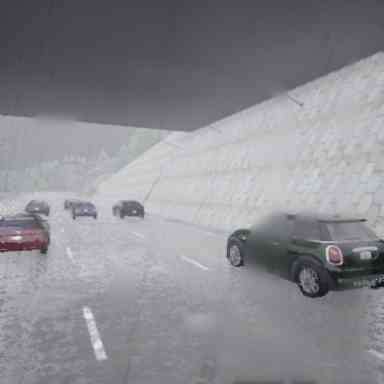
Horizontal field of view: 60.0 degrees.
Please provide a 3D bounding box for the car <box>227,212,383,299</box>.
[{"bbox_3d":[2.741,1.323,8.815,2.097,1.767,4.553,0,0,-23],"label":"car"}]

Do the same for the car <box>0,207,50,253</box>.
[{"bbox_3d":[-6.663,1.511,13.010,1.994,1.385,4.181,0,0,-23],"label":"car"}]

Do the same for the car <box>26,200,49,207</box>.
[{"bbox_3d":[-14.382,1.439,31.031,1.994,1.385,4.181,0,0,-23],"label":"car"}]

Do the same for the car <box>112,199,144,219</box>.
[{"bbox_3d":[-5.426,1.373,27.903,1.882,1.535,5.008,0,0,-23],"label":"car"}]

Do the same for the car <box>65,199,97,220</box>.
[{"bbox_3d":[-8.955,1.442,27.252,2.033,1.411,5.357,0,0,-23],"label":"car"}]

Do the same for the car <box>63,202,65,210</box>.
[{"bbox_3d":[-14.336,1.445,39.811,1.895,1.301,4.718,0,0,-23],"label":"car"}]
